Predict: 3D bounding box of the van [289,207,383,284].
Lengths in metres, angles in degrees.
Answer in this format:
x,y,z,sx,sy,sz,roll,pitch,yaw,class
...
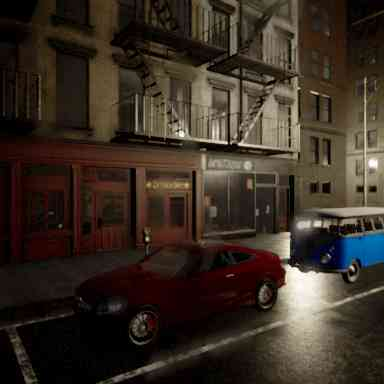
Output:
x,y,z,sx,sy,sz,roll,pitch,yaw,class
4.410,1.339,9.295,3.998,1.788,1.690,0,0,-35,van

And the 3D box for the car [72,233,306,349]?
x,y,z,sx,sy,sz,roll,pitch,yaw,class
-0.005,1.581,6.176,4.206,1.307,1.802,0,0,-35,car
